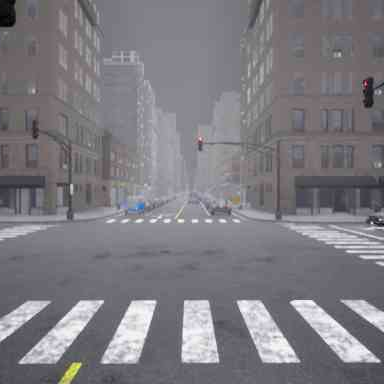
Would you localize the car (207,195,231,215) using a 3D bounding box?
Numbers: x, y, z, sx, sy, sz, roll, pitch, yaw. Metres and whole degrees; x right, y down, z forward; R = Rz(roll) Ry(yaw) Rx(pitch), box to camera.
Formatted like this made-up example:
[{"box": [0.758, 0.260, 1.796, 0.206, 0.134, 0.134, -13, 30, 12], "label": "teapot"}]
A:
[{"box": [2.804, 1.422, 33.389, 1.967, 1.590, 4.097, 0, 0, 0], "label": "car"}]

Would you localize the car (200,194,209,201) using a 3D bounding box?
[{"box": [2.994, 1.390, 78.743, 1.967, 1.590, 4.097, 0, 0, 0], "label": "car"}]

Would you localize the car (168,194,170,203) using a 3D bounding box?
[{"box": [-5.604, 1.490, 61.594, 1.752, 1.417, 4.829, 0, 0, 0], "label": "car"}]

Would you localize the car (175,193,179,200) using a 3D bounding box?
[{"box": [-5.484, 1.253, 90.106, 2.192, 1.841, 5.009, 0, 0, 0], "label": "car"}]

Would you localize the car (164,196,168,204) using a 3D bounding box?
[{"box": [-5.627, 1.535, 56.096, 1.947, 1.339, 4.313, 0, 0, 0], "label": "car"}]

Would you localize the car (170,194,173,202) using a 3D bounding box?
[{"box": [-5.579, 1.526, 67.432, 1.947, 1.339, 4.313, 0, 0, 0], "label": "car"}]

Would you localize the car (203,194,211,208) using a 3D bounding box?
[{"box": [2.851, 1.416, 44.727, 1.967, 1.590, 4.097, 0, 0, 0], "label": "car"}]

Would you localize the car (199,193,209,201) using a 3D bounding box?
[{"box": [3.018, 1.259, 84.412, 2.192, 1.841, 5.009, 0, 0, 0], "label": "car"}]

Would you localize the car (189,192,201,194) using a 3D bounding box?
[{"box": [0.303, 0.995, 72.993, 2.150, 2.045, 5.566, 0, 0, 0], "label": "car"}]

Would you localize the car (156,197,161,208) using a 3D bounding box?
[{"box": [-5.674, 1.542, 44.760, 1.947, 1.339, 4.313, 0, 0, 0], "label": "car"}]

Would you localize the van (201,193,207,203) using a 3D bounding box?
[{"box": [2.899, 1.310, 56.066, 1.690, 1.788, 3.998, 0, 0, 0], "label": "van"}]

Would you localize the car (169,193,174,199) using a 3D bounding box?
[{"box": [-5.555, 1.500, 73.100, 1.887, 1.381, 4.507, 0, 0, 0], "label": "car"}]

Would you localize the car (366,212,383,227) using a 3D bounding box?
[{"box": [13.876, 1.549, 20.724, 5.357, 1.411, 2.033, 0, 0, 0], "label": "car"}]

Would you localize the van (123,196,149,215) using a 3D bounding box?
[{"box": [-5.722, 1.323, 33.423, 1.690, 1.788, 3.998, 0, 0, 0], "label": "van"}]

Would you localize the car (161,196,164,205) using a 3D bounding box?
[{"box": [-5.651, 1.555, 50.428, 1.802, 1.307, 4.206, 0, 0, 0], "label": "car"}]

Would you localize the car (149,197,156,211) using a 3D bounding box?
[{"box": [-5.698, 1.419, 39.091, 1.967, 1.590, 4.097, 0, 0, 0], "label": "car"}]

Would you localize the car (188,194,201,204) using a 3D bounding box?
[{"box": [0.261, 1.528, 62.960, 1.994, 1.385, 4.181, 0, 0, 0], "label": "car"}]

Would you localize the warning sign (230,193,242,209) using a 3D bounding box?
[{"box": [5.230, 1.094, 39.373, 1.300, 1.860, 1.060, 0, 0, 0], "label": "warning sign"}]

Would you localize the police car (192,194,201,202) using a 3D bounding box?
[{"box": [1.127, 1.374, 79.487, 1.930, 1.638, 5.238, 0, 0, -1], "label": "police car"}]

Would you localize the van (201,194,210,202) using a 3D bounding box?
[{"box": [2.970, 1.296, 73.074, 1.690, 1.788, 3.998, 0, 0, 0], "label": "van"}]

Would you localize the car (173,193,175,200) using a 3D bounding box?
[{"box": [-5.532, 1.475, 78.599, 1.752, 1.417, 4.829, 0, 0, 0], "label": "car"}]
